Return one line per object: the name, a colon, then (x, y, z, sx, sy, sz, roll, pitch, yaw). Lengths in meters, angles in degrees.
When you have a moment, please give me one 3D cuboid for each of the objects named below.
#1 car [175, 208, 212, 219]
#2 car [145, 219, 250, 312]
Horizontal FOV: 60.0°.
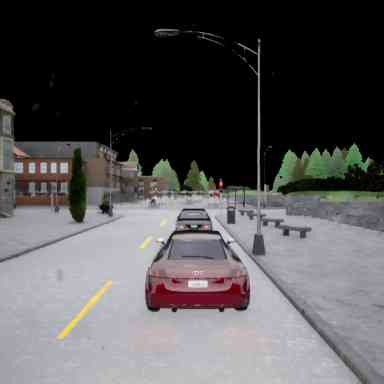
car: (0.084, 1.547, 17.013, 2.033, 1.411, 5.357, 0, 0, 0)
car: (0.095, 1.564, 7.777, 1.994, 1.385, 4.181, 0, 0, 0)
